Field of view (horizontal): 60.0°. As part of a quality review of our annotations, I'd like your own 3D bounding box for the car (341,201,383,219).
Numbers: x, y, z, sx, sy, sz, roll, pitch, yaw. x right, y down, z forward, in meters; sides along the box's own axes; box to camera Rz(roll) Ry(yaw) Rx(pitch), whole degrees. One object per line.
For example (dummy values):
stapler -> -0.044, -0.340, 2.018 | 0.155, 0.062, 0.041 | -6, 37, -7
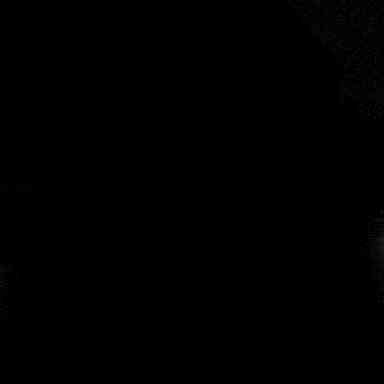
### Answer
car -> 15.693, 1.627, 30.606 | 2.128, 1.511, 4.902 | -1, 0, -35
